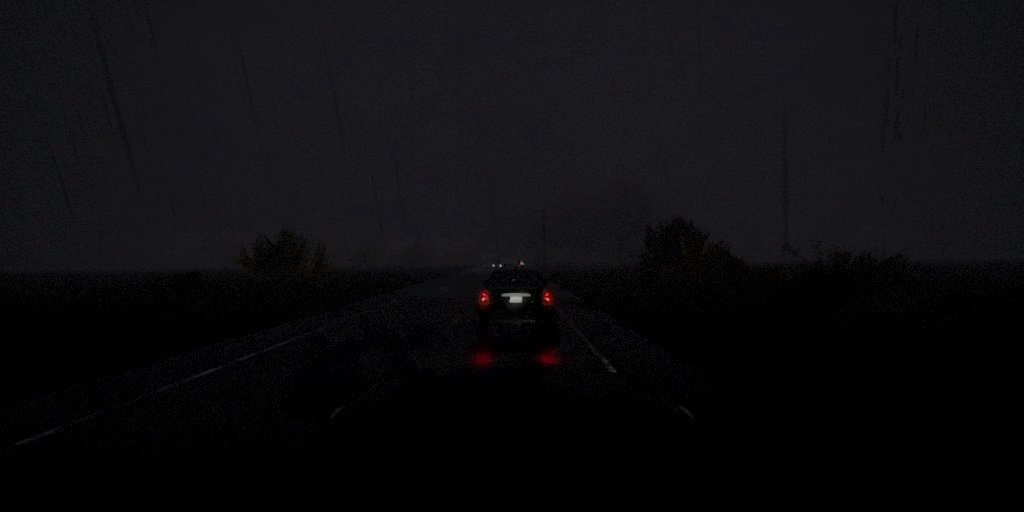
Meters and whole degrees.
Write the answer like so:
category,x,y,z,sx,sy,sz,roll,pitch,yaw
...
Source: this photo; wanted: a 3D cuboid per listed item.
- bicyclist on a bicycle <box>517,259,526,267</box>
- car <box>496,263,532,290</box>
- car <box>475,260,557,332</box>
category,x,y,z,sx,sy,sz,roll,pitch,yaw
bicyclist on a bicycle,0.994,1.217,37.080,0.866,1.612,1.509,0,0,0
car,0.107,1.261,23.905,2.128,1.511,4.902,0,0,0
car,0.104,1.108,11.001,2.097,1.767,4.553,0,0,0
